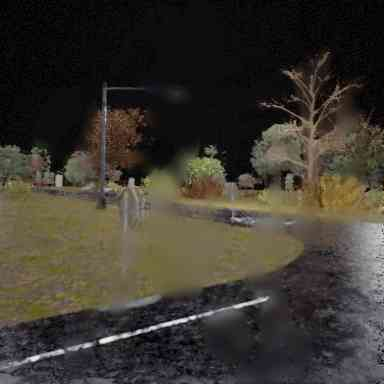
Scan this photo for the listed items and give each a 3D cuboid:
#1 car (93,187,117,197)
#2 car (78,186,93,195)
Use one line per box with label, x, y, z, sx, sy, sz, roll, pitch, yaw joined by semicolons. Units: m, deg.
car;-13.153;0.005;51.277;1.812;1.442;4.674;1;1;-36
car;-18.739;-0.304;59.074;1.812;1.442;4.674;1;1;-36
